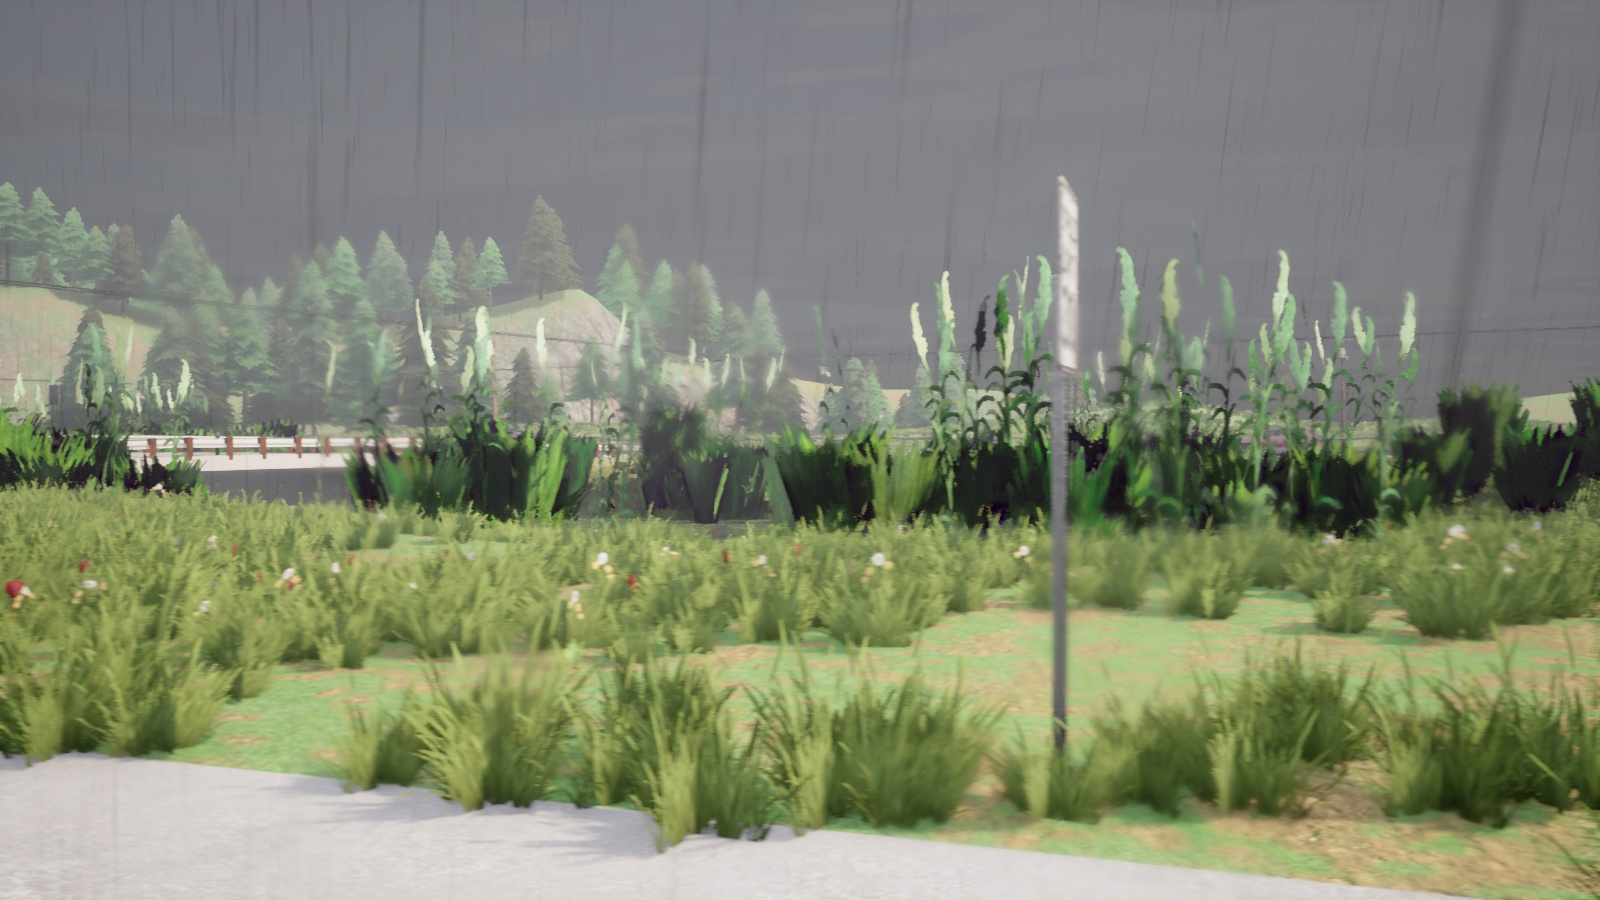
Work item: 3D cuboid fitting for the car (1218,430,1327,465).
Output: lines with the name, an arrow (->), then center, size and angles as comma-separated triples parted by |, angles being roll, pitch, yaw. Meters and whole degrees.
car -> 23.058, -0.135, 61.281 | 4.856, 1.649, 2.033 | 1, 1, 24

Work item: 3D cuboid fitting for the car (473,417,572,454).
car -> -13.390, -0.667, 60.859 | 2.242, 1.667, 4.611 | 1, -1, 26
